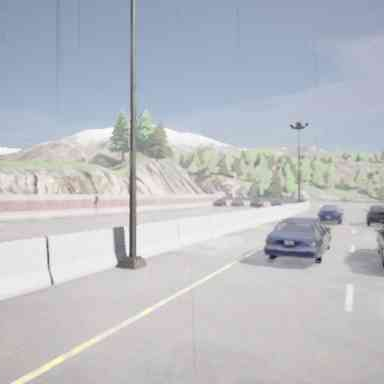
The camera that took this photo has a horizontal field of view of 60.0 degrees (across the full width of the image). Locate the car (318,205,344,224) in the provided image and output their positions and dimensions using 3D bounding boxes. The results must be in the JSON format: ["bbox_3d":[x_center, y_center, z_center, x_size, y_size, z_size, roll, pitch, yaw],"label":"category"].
[{"bbox_3d":[11.420,1.788,27.426,1.812,1.442,4.674,0,0,27],"label":"car"}]

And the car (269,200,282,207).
[{"bbox_3d":[15.597,2.142,61.618,2.033,1.411,5.357,0,-1,21],"label":"car"}]

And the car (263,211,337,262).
[{"bbox_3d":[4.179,1.671,12.742,2.033,1.411,5.357,0,-1,27],"label":"car"}]

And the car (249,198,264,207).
[{"bbox_3d":[12.209,1.958,62.606,2.097,1.767,4.553,0,-1,21],"label":"car"}]

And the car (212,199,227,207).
[{"bbox_3d":[5.405,2.131,64.347,1.837,1.490,4.892,0,0,22],"label":"car"}]

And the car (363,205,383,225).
[{"bbox_3d":[14.386,1.749,25.534,1.837,1.490,4.892,0,0,27],"label":"car"}]

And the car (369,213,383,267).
[{"bbox_3d":[7.320,1.654,11.196,2.033,1.411,5.357,0,-1,26],"label":"car"}]

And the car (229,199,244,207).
[{"bbox_3d":[8.567,2.137,62.893,1.812,1.442,4.674,0,-1,22],"label":"car"}]
